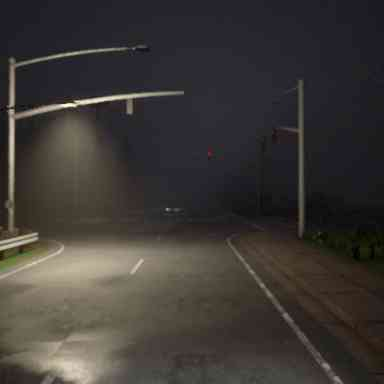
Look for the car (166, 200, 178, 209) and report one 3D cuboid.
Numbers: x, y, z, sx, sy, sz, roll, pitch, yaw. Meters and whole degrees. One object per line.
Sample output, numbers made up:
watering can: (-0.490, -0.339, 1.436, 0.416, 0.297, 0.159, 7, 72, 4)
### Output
car: (-3.468, 2.119, 58.917, 1.882, 1.535, 5.008, 0, 0, 0)
